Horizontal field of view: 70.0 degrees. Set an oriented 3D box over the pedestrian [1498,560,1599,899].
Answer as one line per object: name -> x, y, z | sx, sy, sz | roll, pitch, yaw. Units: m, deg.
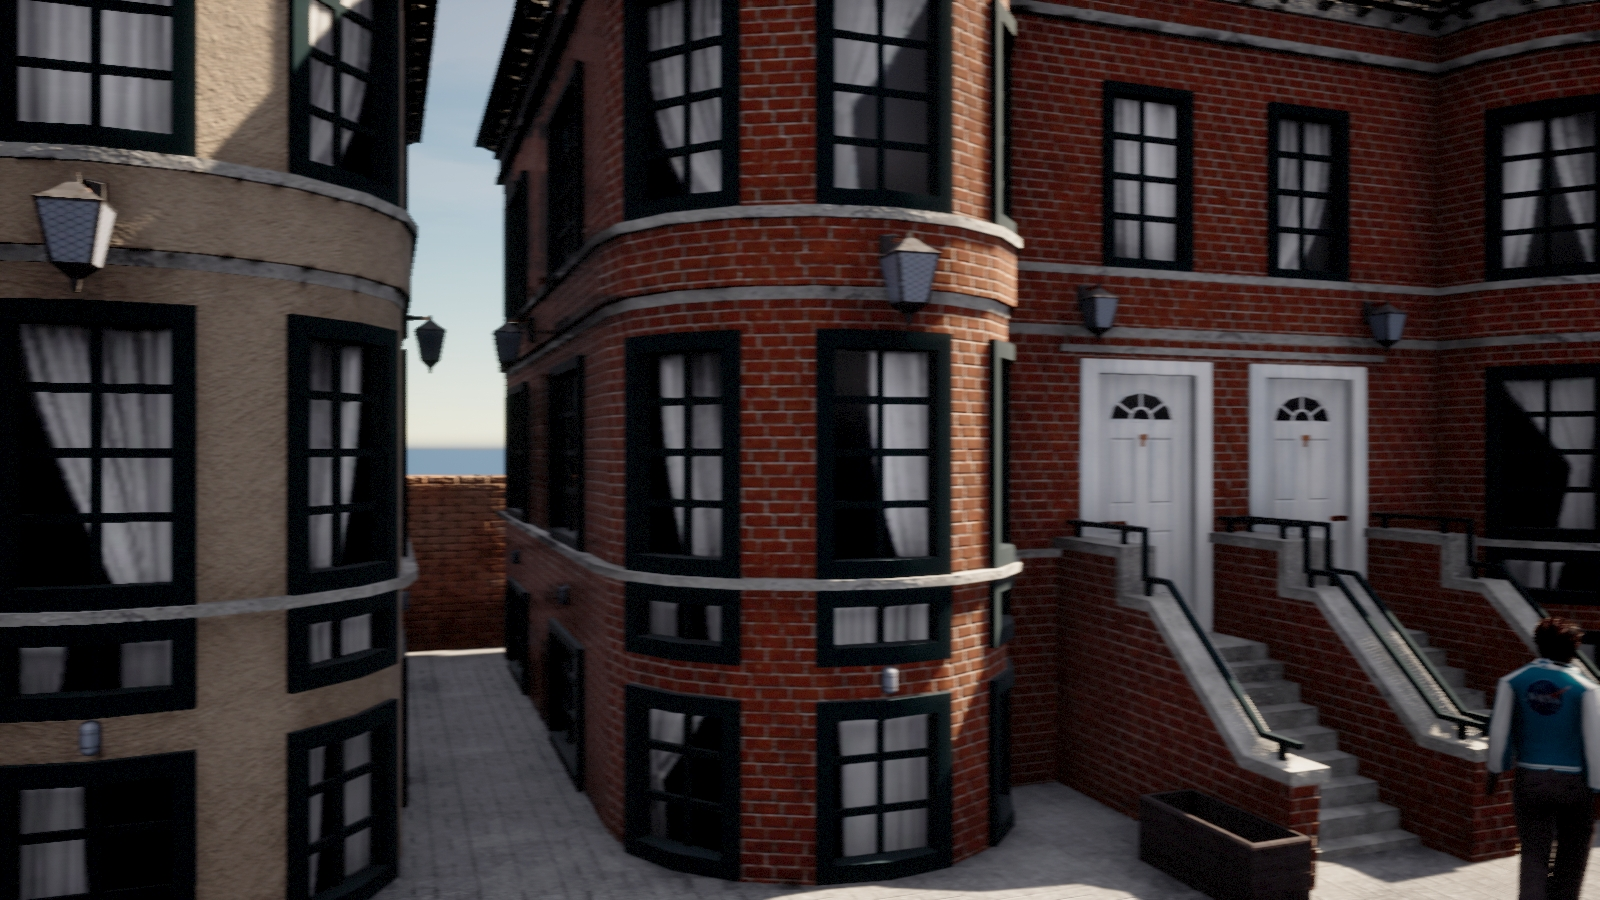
pedestrian -> 3.875, 1.525, 5.908 | 0.375, 1.860, 0.375 | 0, 0, 45
